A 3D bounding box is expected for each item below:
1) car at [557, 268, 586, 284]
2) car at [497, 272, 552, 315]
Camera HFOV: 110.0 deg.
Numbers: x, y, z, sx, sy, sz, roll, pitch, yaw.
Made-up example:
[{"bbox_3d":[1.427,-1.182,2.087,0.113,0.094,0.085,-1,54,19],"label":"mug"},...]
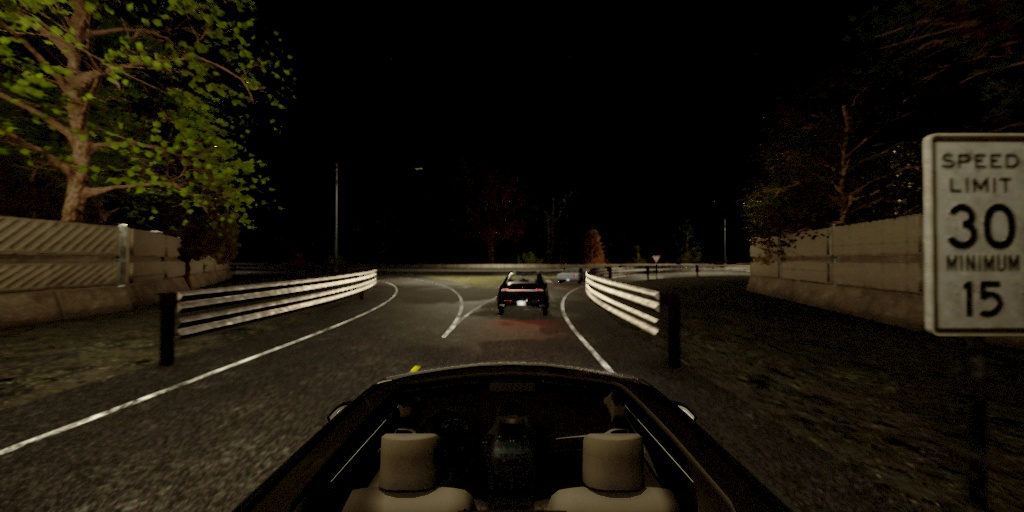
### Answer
[{"bbox_3d":[5.564,1.671,30.973,1.895,1.301,4.718,0,-1,27],"label":"car"},{"bbox_3d":[0.559,1.381,14.386,2.128,1.511,4.902,0,-1,6],"label":"car"}]
